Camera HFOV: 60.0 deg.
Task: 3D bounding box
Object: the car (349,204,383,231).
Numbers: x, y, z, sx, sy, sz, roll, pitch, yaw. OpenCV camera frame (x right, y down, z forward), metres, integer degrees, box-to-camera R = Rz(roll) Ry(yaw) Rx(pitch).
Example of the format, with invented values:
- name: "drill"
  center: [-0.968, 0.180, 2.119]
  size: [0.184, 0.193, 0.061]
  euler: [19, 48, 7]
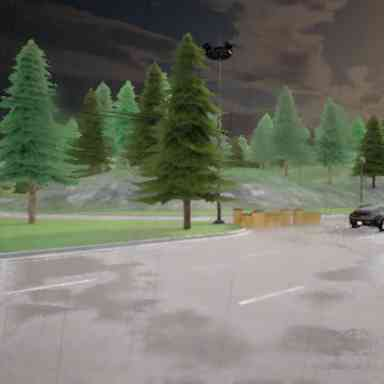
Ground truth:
- name: "car"
  center: [11.684, 1.523, 20.676]
  size: [4.892, 1.490, 1.837]
  euler: [-1, 0, -36]
